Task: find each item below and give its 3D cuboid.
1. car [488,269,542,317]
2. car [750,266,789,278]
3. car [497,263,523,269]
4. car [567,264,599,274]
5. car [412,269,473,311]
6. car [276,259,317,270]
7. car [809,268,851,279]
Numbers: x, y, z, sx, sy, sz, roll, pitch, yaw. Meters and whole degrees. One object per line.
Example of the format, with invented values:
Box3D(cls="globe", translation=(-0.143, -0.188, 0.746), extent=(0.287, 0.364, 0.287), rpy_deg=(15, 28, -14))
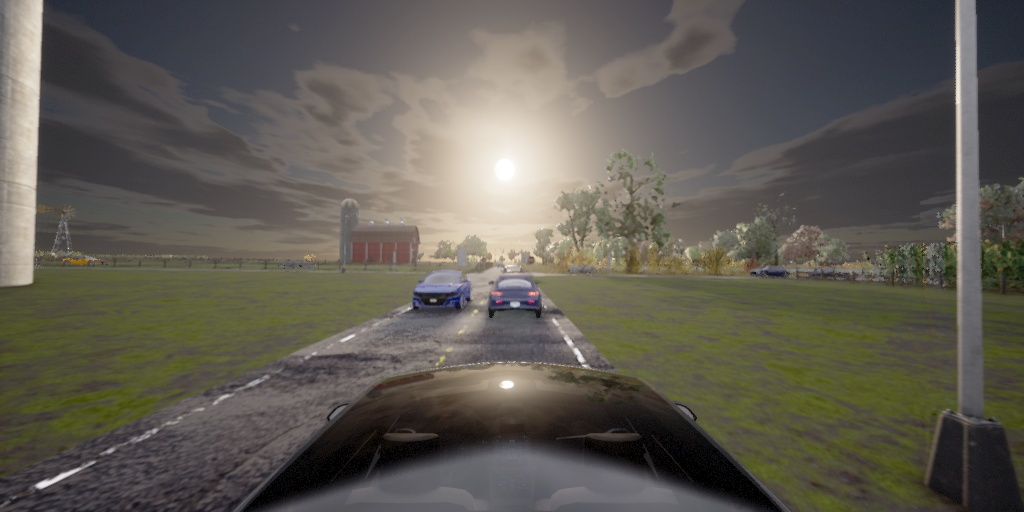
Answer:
Box3D(cls="car", translation=(0.095, 1.389, 13.661), extent=(1.812, 1.442, 4.674), rpy_deg=(0, -1, 0))
Box3D(cls="car", translation=(36.469, 2.178, 50.930), extent=(4.553, 1.767, 2.097), rpy_deg=(1, -1, 0))
Box3D(cls="car", translation=(0.097, 1.494, 27.880), extent=(2.128, 1.511, 4.902), rpy_deg=(0, -1, 0))
Box3D(cls="car", translation=(9.430, 1.713, 47.941), extent=(4.181, 1.385, 1.994), rpy_deg=(1, -1, 0))
Box3D(cls="car", translation=(-2.845, 1.358, 15.476), extent=(1.882, 1.535, 5.008), rpy_deg=(0, -1, 0))
Box3D(cls="car", translation=(-28.550, 1.130, 47.702), extent=(4.902, 1.511, 2.128), rpy_deg=(1, -1, 0))
Box3D(cls="car", translation=(42.632, 2.370, 48.116), extent=(4.674, 1.442, 1.812), rpy_deg=(1, -2, 0))
